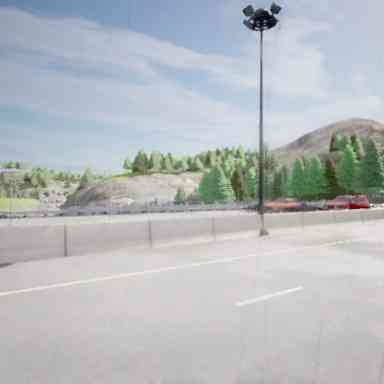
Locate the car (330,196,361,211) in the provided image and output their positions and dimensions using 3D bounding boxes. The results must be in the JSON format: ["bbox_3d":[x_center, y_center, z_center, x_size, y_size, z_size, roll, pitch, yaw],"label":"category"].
[{"bbox_3d":[14.705,1.355,31.654,5.566,2.045,2.150,1,0,-35],"label":"car"}]

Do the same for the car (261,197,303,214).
[{"bbox_3d":[10.037,1.479,36.917,4.553,1.767,2.097,1,0,-35],"label":"car"}]

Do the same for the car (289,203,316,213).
[{"bbox_3d":[11.162,1.718,33.427,4.718,1.301,1.895,1,0,-35],"label":"car"}]
